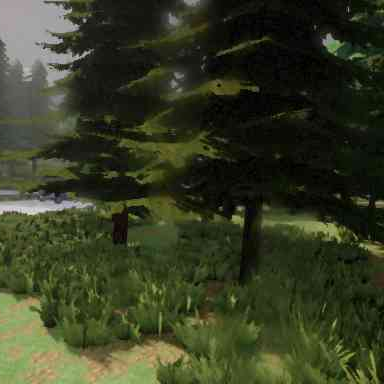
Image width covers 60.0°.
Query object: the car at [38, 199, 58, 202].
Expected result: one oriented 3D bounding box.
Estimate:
[{"bbox_3d":[-9.980,0.076,26.369,1.812,1.442,4.674,5,3,24],"label":"car"}]
